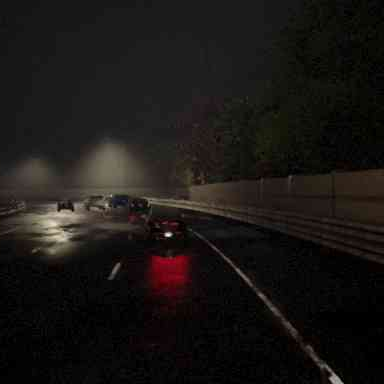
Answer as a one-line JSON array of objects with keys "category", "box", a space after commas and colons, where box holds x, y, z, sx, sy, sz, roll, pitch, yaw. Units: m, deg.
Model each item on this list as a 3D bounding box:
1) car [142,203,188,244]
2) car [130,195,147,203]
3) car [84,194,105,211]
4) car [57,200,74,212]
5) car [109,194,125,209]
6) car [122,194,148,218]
[{"category": "car", "box": [-1.348, 1.509, 16.019, 1.837, 1.490, 4.892, 0, 0, -9]}, {"category": "car", "box": [-11.817, 1.531, 73.312, 1.882, 1.535, 5.008, 0, 0, 14]}, {"category": "car", "box": [-12.641, 1.287, 43.024, 2.150, 2.045, 5.566, 0, 0, -23]}, {"category": "car", "box": [-15.275, 1.627, 40.311, 2.033, 1.411, 5.357, 0, 0, -22]}, {"category": "car", "box": [-9.952, 1.270, 45.663, 2.150, 2.045, 5.566, 0, 0, -24]}, {"category": "car", "box": [-5.704, 1.378, 34.745, 2.097, 1.767, 4.553, 0, 0, -18]}]
